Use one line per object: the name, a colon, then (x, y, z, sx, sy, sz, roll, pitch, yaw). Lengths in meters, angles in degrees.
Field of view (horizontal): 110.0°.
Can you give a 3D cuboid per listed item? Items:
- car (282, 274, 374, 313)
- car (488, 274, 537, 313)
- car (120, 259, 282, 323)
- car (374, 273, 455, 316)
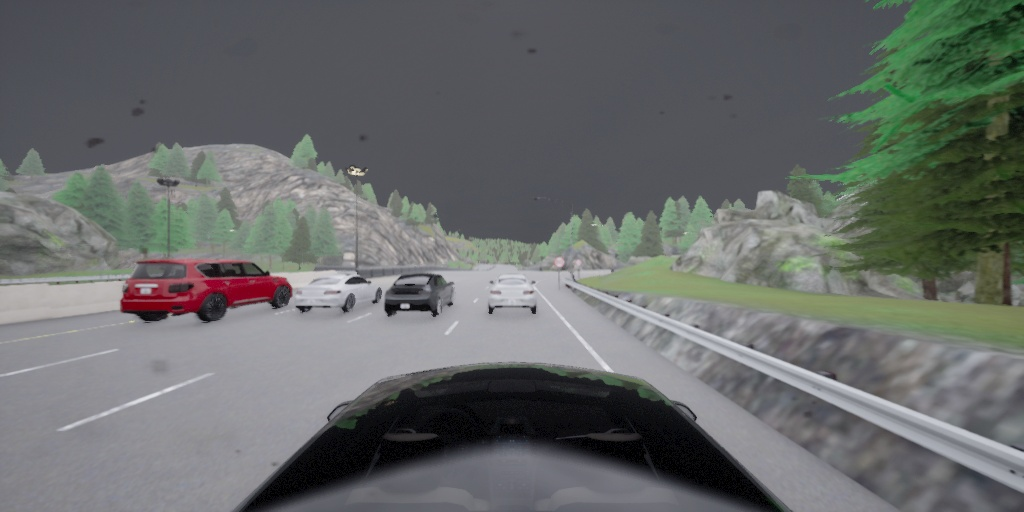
car: (-6.980, 1.448, 14.812, 1.812, 1.442, 4.674, 0, 0, 0)
car: (0.021, 1.448, 14.828, 1.812, 1.442, 4.674, 0, 0, 0)
car: (-10.493, 1.122, 12.976, 2.150, 2.045, 5.566, 0, 0, 0)
car: (-3.482, 1.420, 14.165, 1.837, 1.490, 4.892, 0, 0, 0)
